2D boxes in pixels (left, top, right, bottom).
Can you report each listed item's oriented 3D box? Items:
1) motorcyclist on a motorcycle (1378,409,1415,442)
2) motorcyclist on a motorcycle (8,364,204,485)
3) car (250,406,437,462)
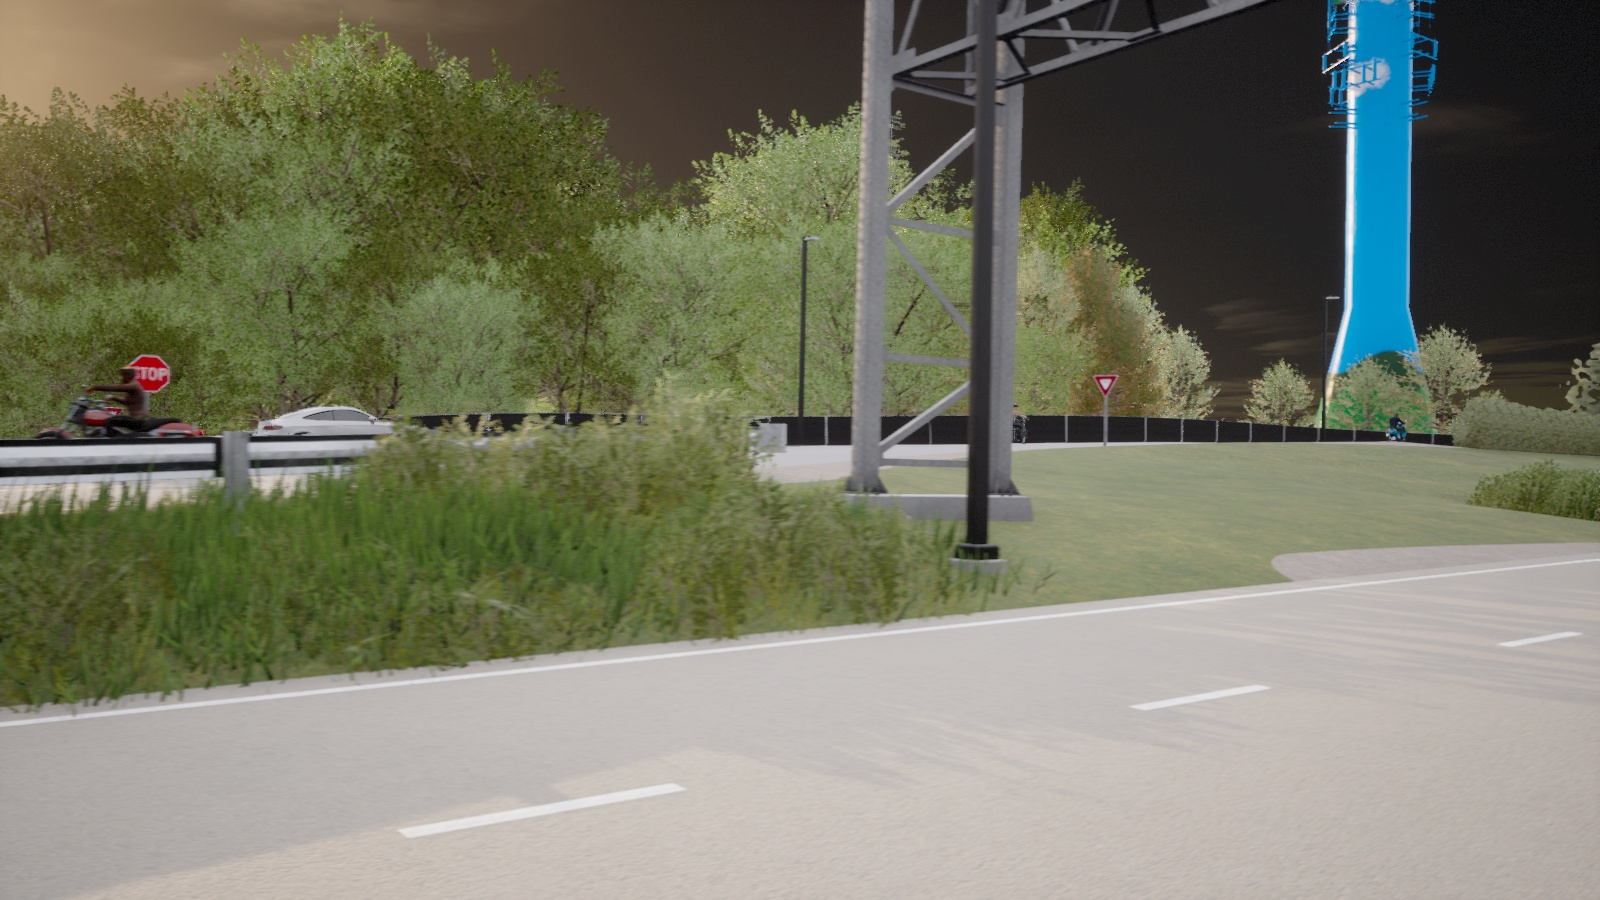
[{"bbox_3d":[30.853,-1.248,64.951,1.817,1.590,0.866,3,-2,-33],"label":"motorcyclist on a motorcycle"},{"bbox_3d":[-10.005,-0.368,18.209,2.350,1.649,0.766,-2,-2,-18],"label":"motorcyclist on a motorcycle"},{"bbox_3d":[-12.938,-0.468,35.706,4.674,1.442,1.812,-2,1,-34],"label":"car"}]
